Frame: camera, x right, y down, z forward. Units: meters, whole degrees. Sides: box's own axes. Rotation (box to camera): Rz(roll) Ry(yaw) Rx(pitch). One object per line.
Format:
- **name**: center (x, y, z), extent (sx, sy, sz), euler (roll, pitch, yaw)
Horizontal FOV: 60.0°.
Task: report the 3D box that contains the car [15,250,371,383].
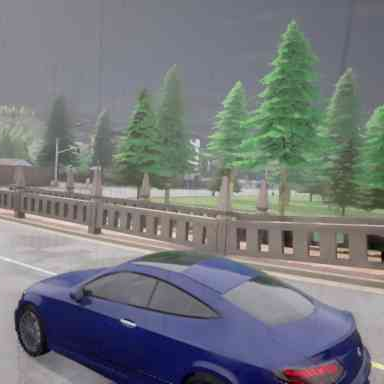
- **car**: center (-0.367, 1.505, 4.249), extent (4.674, 1.442, 1.812), euler (1, 1, 35)
